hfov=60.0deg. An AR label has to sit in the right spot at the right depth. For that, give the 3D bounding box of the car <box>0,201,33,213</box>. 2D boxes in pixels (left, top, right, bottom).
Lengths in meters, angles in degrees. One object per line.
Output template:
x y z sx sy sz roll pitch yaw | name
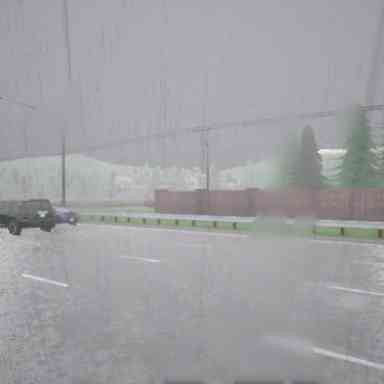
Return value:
-24.463 2.011 44.399 5.357 1.411 2.033 -1 0 -7 | car

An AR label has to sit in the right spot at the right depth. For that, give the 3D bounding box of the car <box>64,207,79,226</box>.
-10.106 1.751 24.078 4.674 1.442 1.812 -1 0 35 | car

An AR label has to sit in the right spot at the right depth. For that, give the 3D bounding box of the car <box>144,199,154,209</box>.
-4.840 1.576 52.605 5.566 2.045 2.150 0 -1 -29 | car

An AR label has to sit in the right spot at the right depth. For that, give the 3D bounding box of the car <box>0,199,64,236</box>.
-10.510 1.427 20.084 5.566 2.045 2.150 -1 0 36 | car
